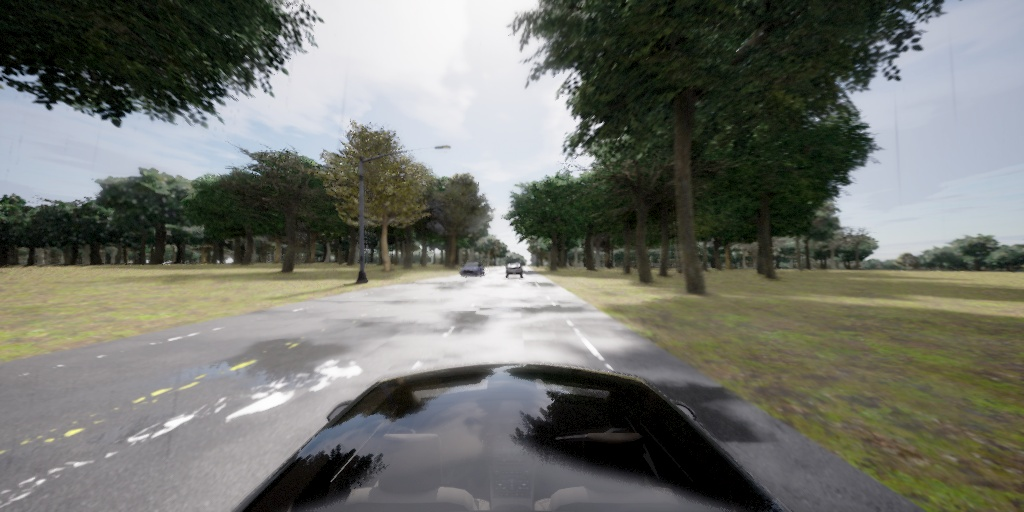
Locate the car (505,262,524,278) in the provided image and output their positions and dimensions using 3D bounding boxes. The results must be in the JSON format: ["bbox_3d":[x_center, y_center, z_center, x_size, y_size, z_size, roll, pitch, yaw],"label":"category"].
[{"bbox_3d":[0.249,1.569,39.641,2.128,1.511,4.902,-1,-1,0],"label":"car"}]

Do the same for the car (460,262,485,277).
[{"bbox_3d":[-4.604,1.506,42.088,2.097,1.767,4.553,-1,-1,8],"label":"car"}]
